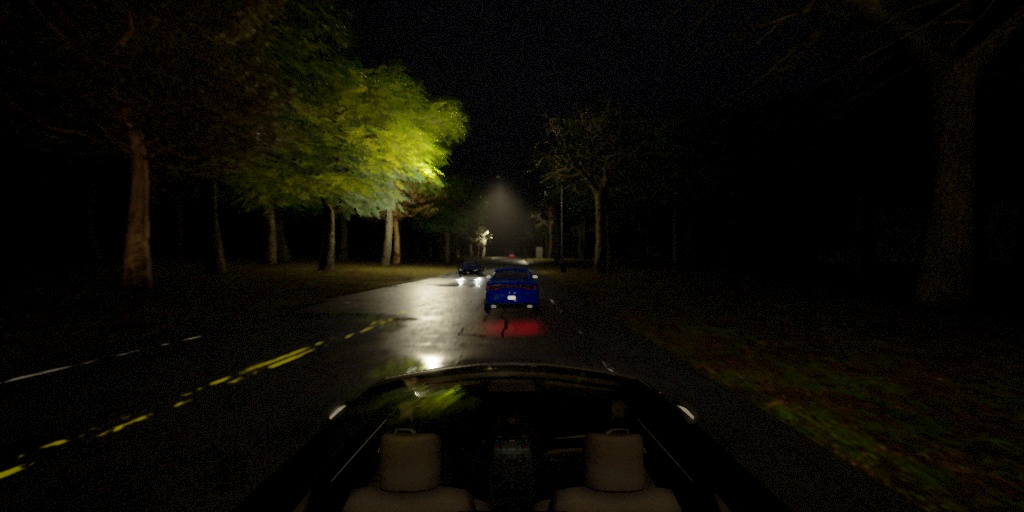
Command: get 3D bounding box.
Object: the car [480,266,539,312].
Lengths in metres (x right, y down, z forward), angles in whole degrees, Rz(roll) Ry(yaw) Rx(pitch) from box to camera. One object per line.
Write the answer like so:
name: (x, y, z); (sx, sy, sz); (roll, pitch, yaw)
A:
car: (-0.009, 1.187, 14.049); (1.882, 1.535, 5.008); (0, 0, 0)

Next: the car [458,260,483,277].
car: (-3.658, 1.134, 32.787); (1.812, 1.442, 4.674); (0, 0, 2)
